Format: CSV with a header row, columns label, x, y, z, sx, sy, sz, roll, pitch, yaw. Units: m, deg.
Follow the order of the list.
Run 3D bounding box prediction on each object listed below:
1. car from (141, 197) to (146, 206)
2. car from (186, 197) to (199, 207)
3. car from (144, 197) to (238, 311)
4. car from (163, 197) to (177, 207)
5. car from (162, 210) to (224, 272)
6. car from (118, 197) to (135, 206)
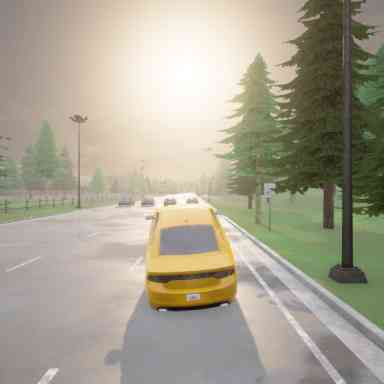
label,x,y,z,sx,sy,sz,roll,pitch,yaw
car,-6.975,1.547,53.420,2.033,1.411,5.357,0,0,0
car,0.025,1.564,53.417,1.994,1.385,4.181,0,0,0
car,-0.142,1.110,8.405,1.882,1.535,5.008,-4,16,-3
car,-3.475,1.564,53.418,1.994,1.385,4.181,0,0,0
car,0.038,1.546,11.983,1.812,1.442,4.674,0,1,0
car,-10.475,1.547,53.421,2.033,1.411,5.357,0,0,0
